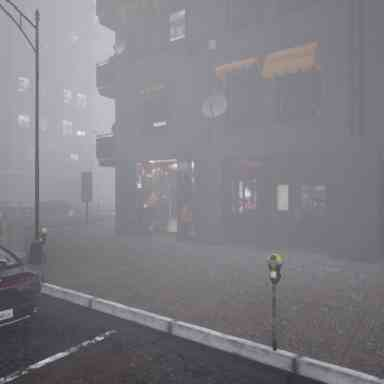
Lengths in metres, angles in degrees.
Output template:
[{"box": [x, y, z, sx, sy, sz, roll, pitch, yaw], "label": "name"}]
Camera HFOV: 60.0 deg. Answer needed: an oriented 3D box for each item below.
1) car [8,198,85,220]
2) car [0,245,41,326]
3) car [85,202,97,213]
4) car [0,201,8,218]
[{"box": [-11.116, 1.283, 25.826, 1.837, 1.490, 4.892, 0, 1, 35], "label": "car"}, {"box": [-4.503, 1.551, 6.078, 4.403, 1.369, 2.008, 0, 0, 35], "label": "car"}, {"box": [-10.996, 1.250, 30.509, 1.752, 1.417, 4.829, 1, 1, 35], "label": "car"}, {"box": [-14.082, 1.350, 26.081, 2.008, 1.369, 4.403, 1, 1, 35], "label": "car"}]
